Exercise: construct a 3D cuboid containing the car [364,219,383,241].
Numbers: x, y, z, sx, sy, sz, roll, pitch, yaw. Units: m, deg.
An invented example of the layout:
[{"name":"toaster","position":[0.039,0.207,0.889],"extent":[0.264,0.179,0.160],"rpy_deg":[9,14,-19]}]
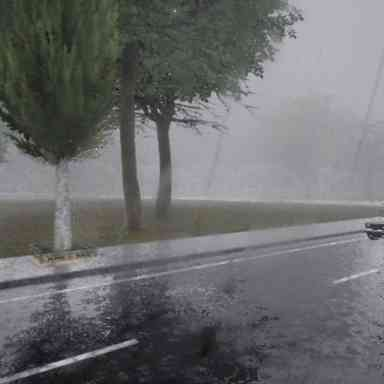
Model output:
[{"name":"car","position":[9.474,1.438,14.422],"extent":[4.718,1.301,1.895],"rpy_deg":[-1,0,-35]}]
